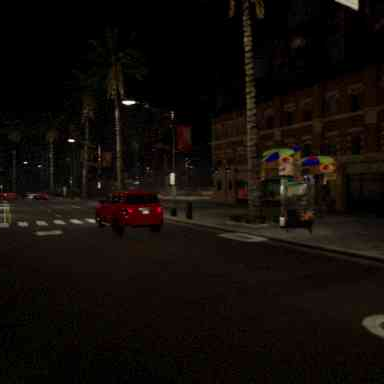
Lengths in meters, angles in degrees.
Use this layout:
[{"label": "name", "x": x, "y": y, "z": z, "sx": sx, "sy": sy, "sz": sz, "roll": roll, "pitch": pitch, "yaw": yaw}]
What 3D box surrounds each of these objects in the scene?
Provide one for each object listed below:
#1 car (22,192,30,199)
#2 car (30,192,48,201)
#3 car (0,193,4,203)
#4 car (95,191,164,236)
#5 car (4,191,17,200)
[{"label": "car", "x": -32.412, "y": 0.702, "z": 66.251, "sx": 2.128, "sy": 1.511, "sz": 4.902, "roll": -1, "pitch": 1, "yaw": -41}, {"label": "car", "x": -26.390, "y": 0.869, "z": 57.897, "sx": 1.895, "sy": 1.301, "sz": 4.718, "roll": -1, "pitch": 1, "yaw": -33}, {"label": "car", "x": -29.275, "y": 0.988, "z": 48.962, "sx": 1.994, "sy": 1.385, "sz": 4.181, "roll": -1, "pitch": 1, "yaw": -29}, {"label": "car", "x": -3.390, "y": 0.971, "z": 17.285, "sx": 2.150, "sy": 2.045, "sz": 5.566, "roll": -1, "pitch": 1, "yaw": -29}, {"label": "car", "x": -35.548, "y": 0.578, "z": 64.550, "sx": 2.097, "sy": 1.767, "sz": 4.553, "roll": -1, "pitch": 1, "yaw": -41}]
